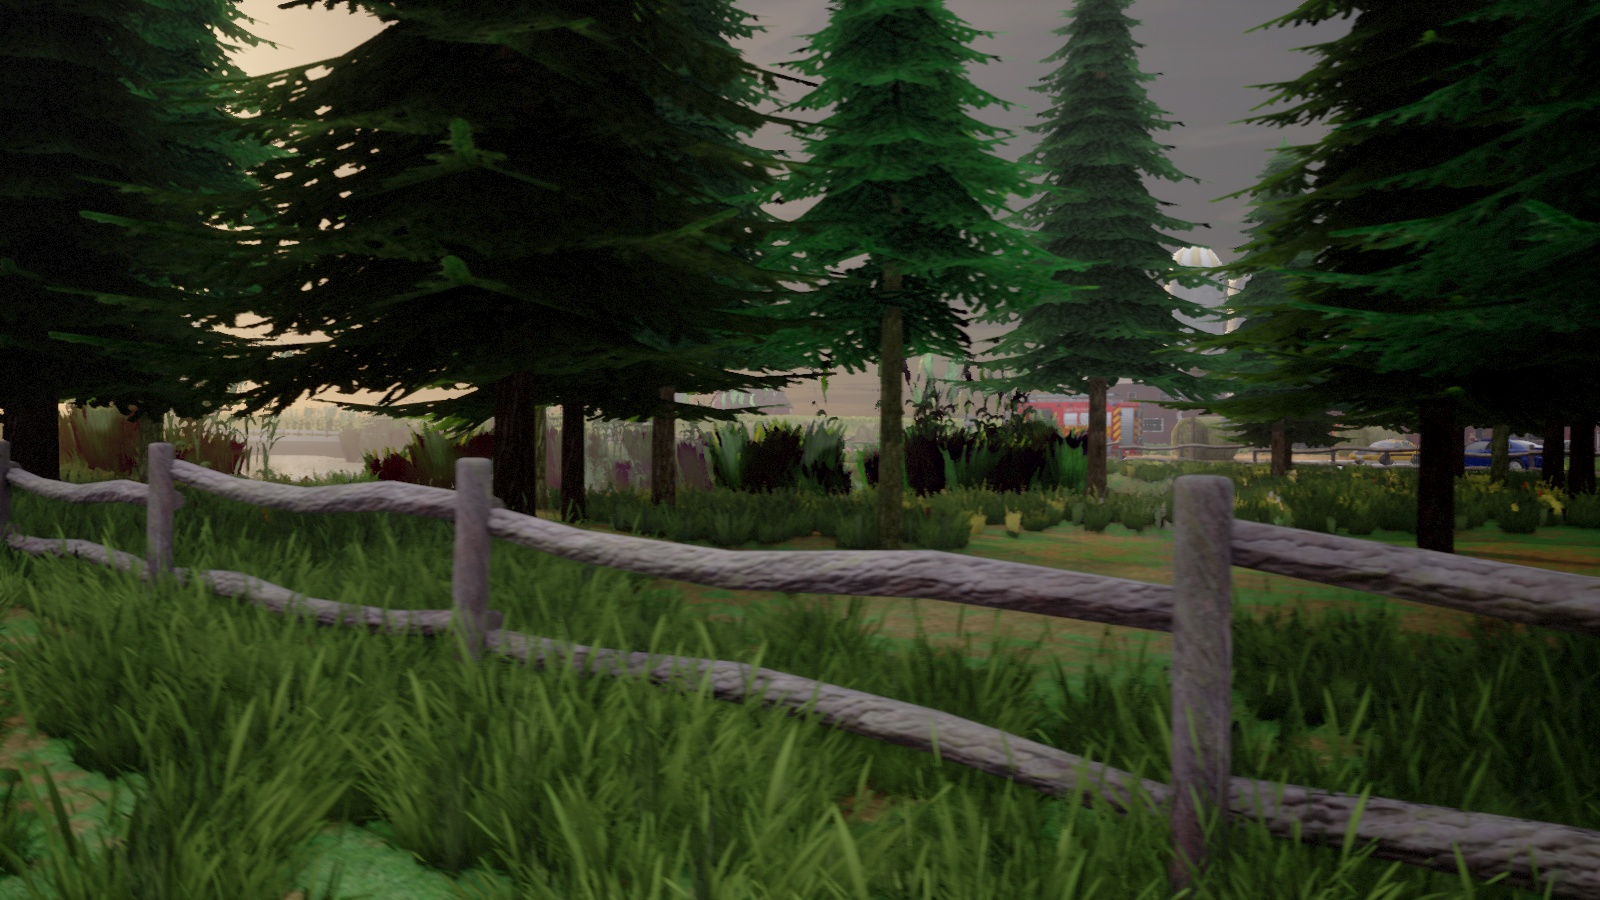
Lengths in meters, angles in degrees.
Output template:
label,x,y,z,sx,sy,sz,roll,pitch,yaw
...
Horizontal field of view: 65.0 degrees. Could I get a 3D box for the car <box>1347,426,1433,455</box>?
label,x,y,z,sx,sy,sz,roll,pitch,yaw
car,33.458,-0.558,71.193,5.366,1.575,1.801,-1,1,-32

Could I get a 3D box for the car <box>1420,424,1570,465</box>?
label,x,y,z,sx,sy,sz,roll,pitch,yaw
car,27.718,-0.229,50.253,1.882,1.535,5.008,-1,1,-30

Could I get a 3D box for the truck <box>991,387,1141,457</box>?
label,x,y,z,sx,sy,sz,roll,pitch,yaw
truck,15.183,-1.552,72.308,2.891,3.827,8.468,-1,1,-39
